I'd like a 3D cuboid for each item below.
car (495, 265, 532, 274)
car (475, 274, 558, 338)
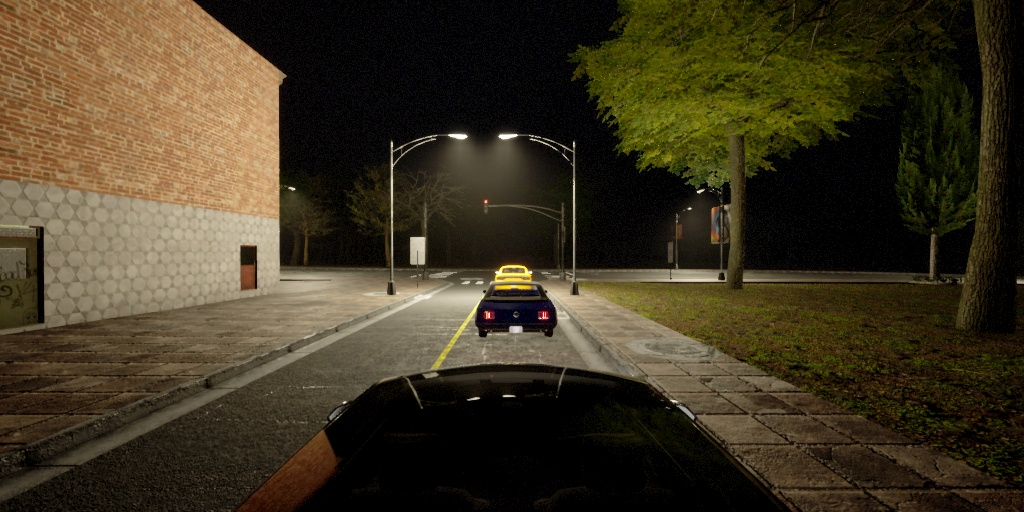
[{"bbox_3d":[0.089,1.255,19.574,1.882,1.535,5.008,0,0,1],"label":"car"},{"bbox_3d":[0.093,1.357,10.230,1.895,1.301,4.718,0,0,0],"label":"car"}]
